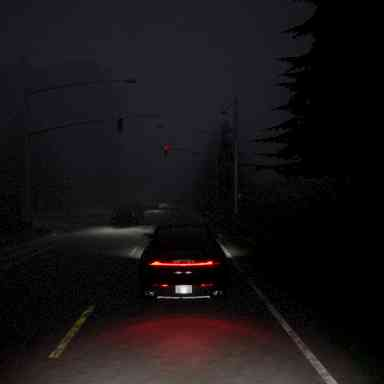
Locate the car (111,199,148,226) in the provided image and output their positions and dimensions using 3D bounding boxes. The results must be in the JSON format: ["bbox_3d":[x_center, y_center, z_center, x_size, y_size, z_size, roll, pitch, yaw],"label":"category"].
[{"bbox_3d":[-4.514,1.471,23.823,1.882,1.535,5.008,0,0,-2],"label":"car"}]

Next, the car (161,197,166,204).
[{"bbox_3d":[-6.033,1.601,63.495,1.895,1.301,4.718,0,0,-2],"label":"car"}]

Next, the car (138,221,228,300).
[{"bbox_3d":[-0.228,1.505,8.416,1.837,1.490,4.892,0,0,-2],"label":"car"}]

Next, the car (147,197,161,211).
[{"bbox_3d":[-5.226,1.525,41.831,1.812,1.442,4.674,0,0,-3],"label":"car"}]

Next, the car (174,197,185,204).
[{"bbox_3d":[-2.338,1.564,61.366,1.994,1.385,4.181,0,0,-2],"label":"car"}]
